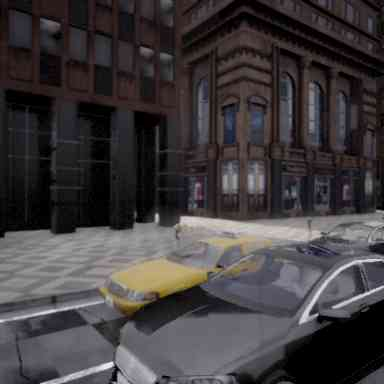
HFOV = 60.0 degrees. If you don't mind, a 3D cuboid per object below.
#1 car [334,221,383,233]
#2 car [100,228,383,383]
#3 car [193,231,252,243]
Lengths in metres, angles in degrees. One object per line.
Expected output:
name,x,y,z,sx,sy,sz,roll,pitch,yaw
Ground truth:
car,5.283,1.614,10.413,4.403,1.369,2.008,0,0,-35
car,1.413,1.513,4.384,4.902,1.511,2.128,0,0,-35
car,0.565,1.553,7.049,4.829,1.417,1.752,0,0,-35
